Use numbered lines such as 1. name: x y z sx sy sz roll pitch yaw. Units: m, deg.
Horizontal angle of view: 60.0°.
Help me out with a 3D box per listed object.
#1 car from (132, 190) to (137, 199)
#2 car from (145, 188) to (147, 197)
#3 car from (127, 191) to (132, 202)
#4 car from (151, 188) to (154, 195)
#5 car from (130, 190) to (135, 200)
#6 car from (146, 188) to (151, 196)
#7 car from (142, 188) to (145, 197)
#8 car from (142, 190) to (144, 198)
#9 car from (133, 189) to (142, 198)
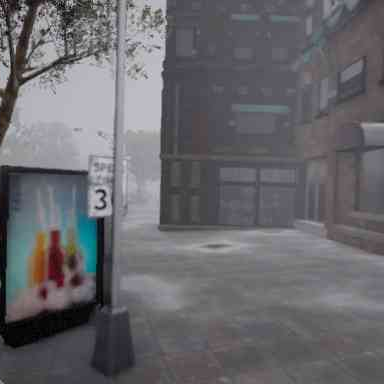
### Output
1. car: -12.562 0.912 56.917 4.892 1.521 2.231 2 1 -23
2. car: -13.313 0.460 74.910 4.553 1.767 2.185 2 1 -22
3. car: -12.465 1.013 50.850 5.366 1.575 1.946 2 1 -23
4. car: -13.983 0.082 89.882 5.566 2.045 2.435 2 1 -22
5. car: -12.604 0.958 53.848 5.366 1.575 1.946 2 1 -23
6. car: -13.600 0.231 80.874 5.566 2.045 2.435 2 1 -23
7. car: -13.188 0.513 71.911 4.553 1.767 2.185 2 1 -22
8. car: -13.124 0.719 68.894 4.792 1.488 2.163 2 1 -22
9. car: -12.967 0.785 65.908 4.674 1.452 2.002 2 1 -22
